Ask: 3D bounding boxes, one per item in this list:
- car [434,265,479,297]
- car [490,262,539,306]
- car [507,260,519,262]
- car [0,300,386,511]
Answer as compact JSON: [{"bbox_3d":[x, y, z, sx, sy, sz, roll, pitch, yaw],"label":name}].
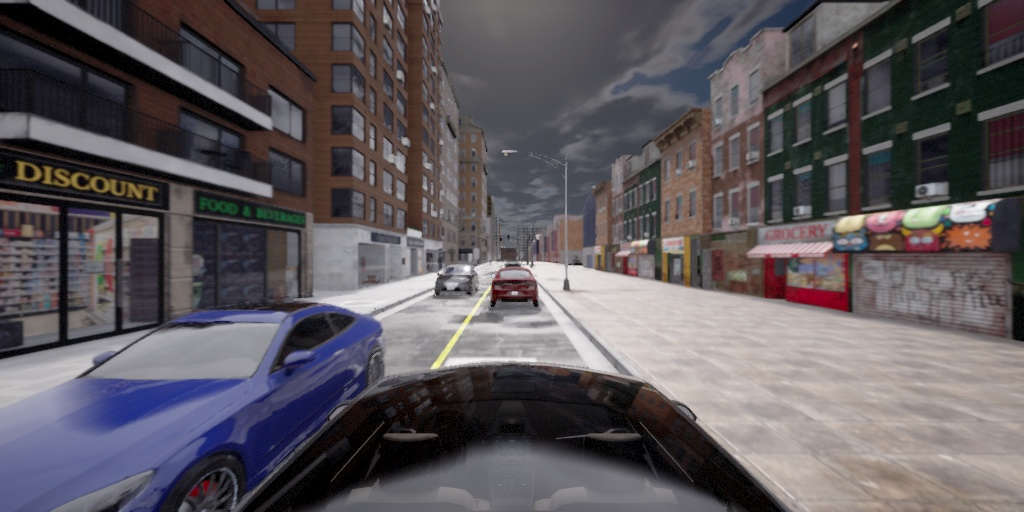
[{"bbox_3d":[-2.833,1.237,19.138,2.128,1.511,4.902,0,0,0],"label":"car"},{"bbox_3d":[0.099,1.225,15.720,1.882,1.535,5.008,0,0,0],"label":"car"},{"bbox_3d":[0.093,1.246,40.956,1.837,1.490,4.892,0,0,0],"label":"car"},{"bbox_3d":[-2.841,1.275,3.837,1.812,1.442,4.674,0,0,0],"label":"car"}]
